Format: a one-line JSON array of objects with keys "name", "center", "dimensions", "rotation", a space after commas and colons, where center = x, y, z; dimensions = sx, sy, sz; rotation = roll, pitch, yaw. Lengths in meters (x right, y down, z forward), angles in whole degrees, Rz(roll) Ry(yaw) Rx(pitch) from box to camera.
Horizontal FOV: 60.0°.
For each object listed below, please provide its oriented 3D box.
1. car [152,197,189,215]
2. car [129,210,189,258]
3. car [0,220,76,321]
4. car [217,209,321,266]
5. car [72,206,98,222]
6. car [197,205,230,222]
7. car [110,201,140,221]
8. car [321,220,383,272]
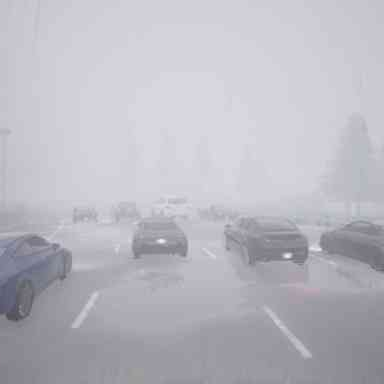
[{"name": "car", "center": [-1.950, 1.416, 28.963], "dimensions": [2.150, 2.045, 5.566], "rotation": [0, 0, -20]}, {"name": "car", "center": [-1.380, 1.656, 13.292], "dimensions": [1.994, 1.385, 4.181], "rotation": [0, 0, -10]}, {"name": "car", "center": [-4.032, 1.594, 7.201], "dimensions": [1.812, 1.442, 4.674], "rotation": [0, 0, -6]}, {"name": "car", "center": [2.392, 1.568, 11.847], "dimensions": [1.837, 1.490, 4.892], "rotation": [0, 0, -8]}, {"name": "car", "center": [-9.282, 1.832, 28.566], "dimensions": [1.895, 1.301, 4.718], "rotation": [0, 0, -22]}, {"name": "car", "center": [2.008, 1.769, 28.161], "dimensions": [1.895, 1.301, 4.718], "rotation": [0, 0, -19]}, {"name": "car", "center": [-6.031, 1.572, 29.624], "dimensions": [2.097, 1.767, 4.553], "rotation": [0, 0, -21]}, {"name": "car", "center": [6.010, 1.602, 11.007], "dimensions": [1.994, 1.385, 4.181], "rotation": [0, 0, -7]}]
